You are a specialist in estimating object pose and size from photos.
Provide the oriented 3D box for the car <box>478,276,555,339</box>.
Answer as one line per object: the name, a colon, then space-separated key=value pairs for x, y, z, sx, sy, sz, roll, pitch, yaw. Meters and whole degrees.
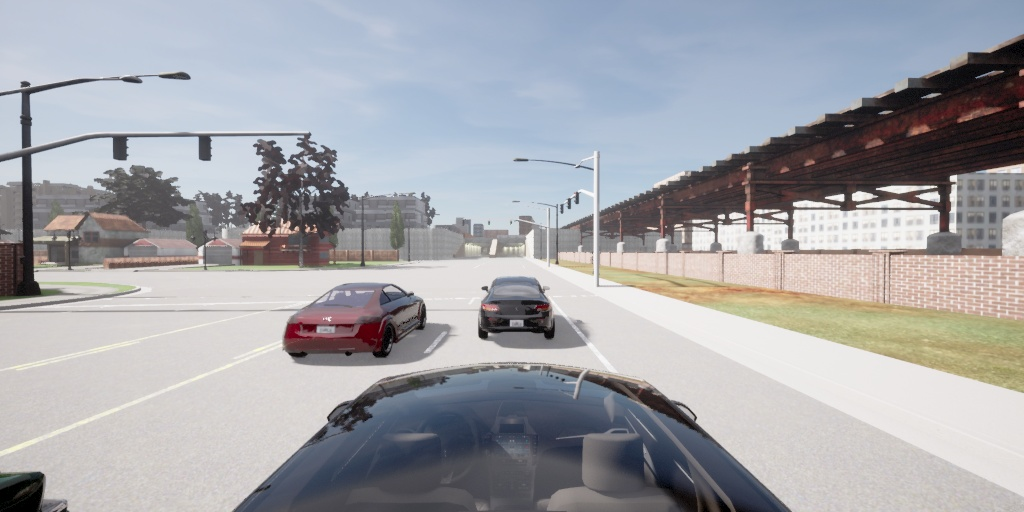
car: x=0.104 y=1.277 z=10.013 sx=1.812 sy=1.442 sz=4.674 roll=0 pitch=0 yaw=0

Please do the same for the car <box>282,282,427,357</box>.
car: x=-3.398 y=1.315 z=8.551 sx=1.994 sy=1.385 sz=4.181 roll=0 pitch=0 yaw=0
